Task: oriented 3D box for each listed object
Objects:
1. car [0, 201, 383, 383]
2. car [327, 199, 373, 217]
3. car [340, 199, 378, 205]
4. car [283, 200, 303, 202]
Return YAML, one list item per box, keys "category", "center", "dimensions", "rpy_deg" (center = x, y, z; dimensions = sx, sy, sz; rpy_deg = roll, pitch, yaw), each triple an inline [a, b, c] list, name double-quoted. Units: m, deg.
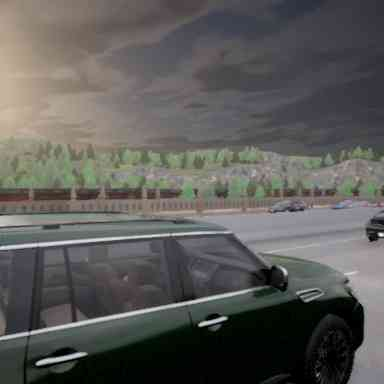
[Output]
- category: "car"
  center: [-0.525, 1.224, 3.395]
  dimensions: [5.566, 2.045, 2.150]
  rpy_deg: [0, 0, -36]
- category: "car"
  center: [15.444, 1.492, 32.437]
  dimensions: [5.008, 1.535, 1.882]
  rpy_deg: [0, 0, -36]
- category: "car"
  center: [13.618, 1.489, 26.806]
  dimensions: [5.008, 1.535, 1.882]
  rpy_deg: [0, 0, -36]
- category: "car"
  center: [9.429, 1.522, 32.414]
  dimensions: [4.892, 1.490, 1.837]
  rpy_deg: [0, 0, -36]
